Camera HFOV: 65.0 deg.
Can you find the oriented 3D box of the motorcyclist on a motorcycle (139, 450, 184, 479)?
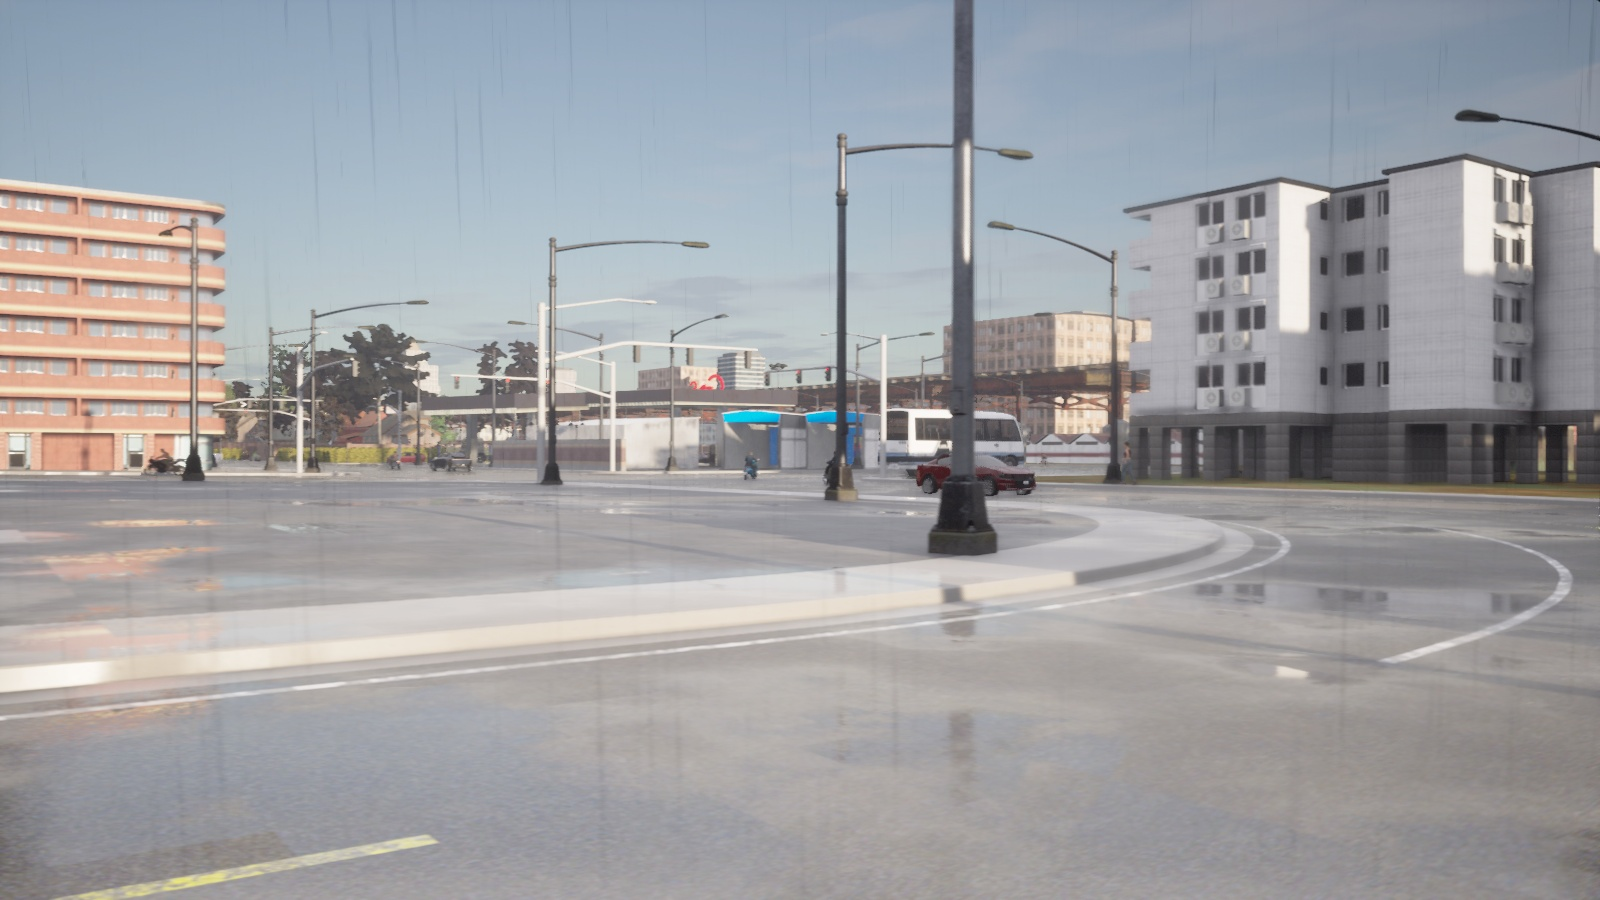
[{"bbox_3d":[-34.100,0.791,67.050,2.044,1.523,0.797,1,-1,-35],"label":"motorcyclist on a motorcycle"}]

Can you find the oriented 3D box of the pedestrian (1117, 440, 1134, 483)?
[{"bbox_3d":[13.800,0.491,53.196,0.345,1.836,0.594,0,0,-40],"label":"pedestrian"}]

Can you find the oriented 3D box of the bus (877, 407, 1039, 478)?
[{"bbox_3d":[10.168,-0.460,80.178,10.273,4.253,3.944,0,0,-35],"label":"bus"}]

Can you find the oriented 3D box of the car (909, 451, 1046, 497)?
[{"bbox_3d":[6.256,0.817,44.896,1.882,1.535,5.008,0,0,-36],"label":"car"}]

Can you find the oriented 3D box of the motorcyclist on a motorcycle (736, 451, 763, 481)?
[{"bbox_3d":[-2.758,0.871,68.954,0.866,1.590,1.817,2,1,19],"label":"motorcyclist on a motorcycle"}]
